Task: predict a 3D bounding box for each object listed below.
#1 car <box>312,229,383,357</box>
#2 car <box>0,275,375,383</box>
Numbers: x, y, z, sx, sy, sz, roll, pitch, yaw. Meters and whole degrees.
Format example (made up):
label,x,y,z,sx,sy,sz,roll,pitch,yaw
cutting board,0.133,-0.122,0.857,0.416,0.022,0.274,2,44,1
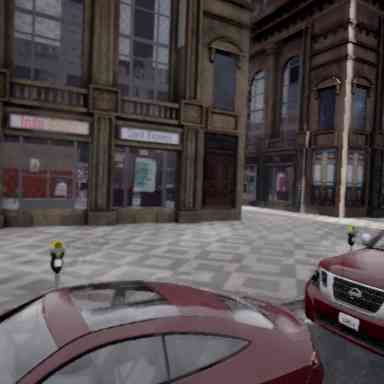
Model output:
label,x,y,z,sx,sy,sz,roll,pitch,yaw
car,4.112,1.281,5.202,5.009,1.841,2.192,1,2,-29
car,-0.821,1.451,2.538,4.206,1.307,1.802,1,2,-29
